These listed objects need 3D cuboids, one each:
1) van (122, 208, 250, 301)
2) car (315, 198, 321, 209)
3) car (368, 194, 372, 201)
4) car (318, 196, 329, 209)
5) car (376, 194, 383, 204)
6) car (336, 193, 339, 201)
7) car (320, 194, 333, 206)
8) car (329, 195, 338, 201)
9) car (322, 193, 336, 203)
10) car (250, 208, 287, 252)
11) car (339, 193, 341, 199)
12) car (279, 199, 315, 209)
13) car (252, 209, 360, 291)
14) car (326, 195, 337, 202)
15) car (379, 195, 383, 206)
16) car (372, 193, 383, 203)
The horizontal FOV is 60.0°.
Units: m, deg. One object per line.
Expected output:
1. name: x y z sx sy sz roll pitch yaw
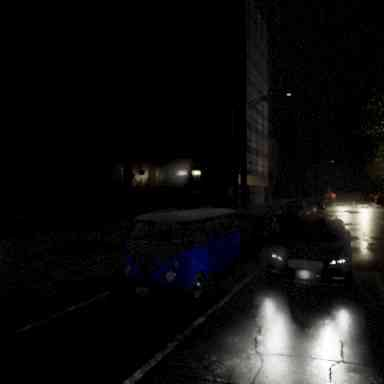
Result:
1. van: -0.036 1.328 8.127 1.690 1.788 3.998 0 0 25
2. car: 9.642 1.451 28.502 1.887 1.381 4.507 0 0 25
3. car: 39.115 1.323 70.678 1.947 1.339 4.313 0 0 25
4. car: 14.482 1.452 38.689 1.802 1.307 4.206 0 0 25
5. car: 29.435 1.349 50.301 1.947 1.339 4.313 0 0 25
6. car: 26.576 1.132 64.156 2.192 1.841 5.009 0 0 25
7. car: 19.247 1.365 48.722 1.752 1.417 4.829 0 0 25
8. car: 33.837 1.344 79.436 1.887 1.381 4.507 0 0 25
9. car: 21.737 1.146 53.969 2.192 1.841 5.009 0 0 25
10. car: 2.384 1.529 13.221 1.947 1.339 4.313 0 0 25
11. car: 31.415 1.120 74.342 2.192 1.841 5.009 0 0 25
12. car: 7.222 1.365 23.409 1.967 1.590 4.097 0 0 25
13. car: 3.415 1.453 9.165 2.128 1.511 4.902 0 0 26
14. car: 28.998 1.377 69.249 1.947 1.339 4.313 0 0 25
15. car: 27.016 1.374 45.209 1.802 1.307 4.206 0 0 25
16. car: 31.853 1.092 55.396 2.192 1.841 5.009 0 0 25
